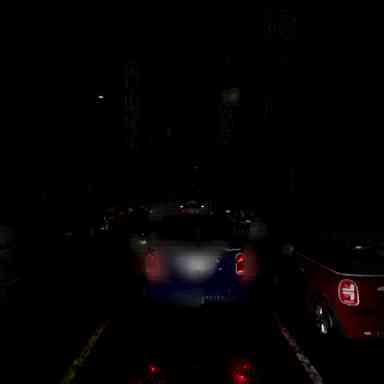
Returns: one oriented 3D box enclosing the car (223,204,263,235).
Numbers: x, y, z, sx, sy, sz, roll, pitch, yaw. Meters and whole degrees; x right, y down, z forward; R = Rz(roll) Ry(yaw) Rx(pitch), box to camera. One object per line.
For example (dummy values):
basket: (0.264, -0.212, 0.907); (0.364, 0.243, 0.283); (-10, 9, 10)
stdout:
car: (2.860, 1.552, 17.448); (2.008, 1.369, 4.403); (0, 0, 0)

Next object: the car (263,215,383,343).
car: (2.856, 1.440, 6.445); (1.967, 1.590, 4.097); (0, 0, 0)

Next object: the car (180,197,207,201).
car: (0.010, 1.459, 27.317); (1.801, 1.575, 5.366); (0, 0, 0)

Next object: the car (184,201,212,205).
car: (0.102, 1.479, 17.295); (1.882, 1.535, 5.008); (0, 0, 0)

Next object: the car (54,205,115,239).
car: (-5.665, 1.567, 17.451); (1.947, 1.339, 4.313); (0, 0, 0)

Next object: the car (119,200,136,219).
car: (-5.661, 1.443, 28.454); (1.967, 1.590, 4.097); (0, 0, 0)

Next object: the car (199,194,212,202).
car: (2.912, 1.484, 65.541); (1.967, 1.590, 4.097); (0, 0, 0)

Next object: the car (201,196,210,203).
car: (2.924, 1.579, 71.120); (1.752, 1.417, 4.829); (0, 0, 0)

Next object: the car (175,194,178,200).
car: (-5.554, 1.637, 92.430); (1.752, 1.417, 4.829); (0, 0, 0)

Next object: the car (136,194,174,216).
car: (-3.005, 1.230, 28.053); (2.150, 2.045, 5.566); (0, 0, 0)

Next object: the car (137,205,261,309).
car: (0.102, 1.352, 8.015); (2.097, 1.767, 4.553); (0, 0, 0)

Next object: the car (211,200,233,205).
car: (2.865, 1.569, 28.451); (1.947, 1.339, 4.313); (0, 0, 0)

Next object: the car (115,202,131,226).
car: (-5.663, 1.584, 22.953); (1.802, 1.307, 4.206); (0, 0, 0)

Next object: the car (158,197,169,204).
car: (-5.613, 1.625, 65.557); (1.802, 1.307, 4.206); (0, 0, 0)
